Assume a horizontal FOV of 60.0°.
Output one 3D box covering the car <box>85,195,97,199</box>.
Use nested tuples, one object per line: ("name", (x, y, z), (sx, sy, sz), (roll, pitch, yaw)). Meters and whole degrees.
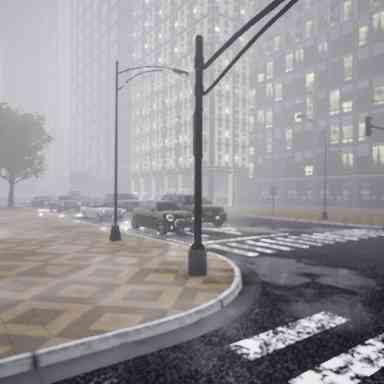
("car", (-12.429, 1.251, 38.481), (2.128, 1.511, 4.902), (1, 0, -37))

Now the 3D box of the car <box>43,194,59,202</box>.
("car", (-27.224, 1.081, 64.096), (1.994, 1.385, 4.181), (1, 0, -37))

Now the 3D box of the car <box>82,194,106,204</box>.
("car", (-16.225, 1.177, 54.773), (2.128, 1.511, 4.902), (1, 0, -37))

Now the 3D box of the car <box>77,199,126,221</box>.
("car", (-6.941, 1.443, 25.652), (1.895, 1.301, 4.718), (1, 0, -37))

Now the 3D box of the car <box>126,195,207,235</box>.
("car", (-1.564, 1.268, 18.446), (2.097, 1.767, 4.553), (1, 0, -37))

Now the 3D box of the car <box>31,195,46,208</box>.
("car", (-18.830, 1.161, 41.679), (2.128, 1.511, 4.902), (1, 0, -36))

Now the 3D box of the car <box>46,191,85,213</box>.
("car", (-12.817, 1.111, 33.557), (2.097, 1.767, 4.553), (1, 0, -37))

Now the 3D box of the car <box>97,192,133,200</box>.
("car", (-6.313, 1.069, 30.267), (2.150, 2.045, 5.566), (1, 0, -37))

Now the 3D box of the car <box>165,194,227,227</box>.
("car", (-0.128, 1.155, 21.958), (2.150, 2.045, 5.566), (1, 0, -37))
